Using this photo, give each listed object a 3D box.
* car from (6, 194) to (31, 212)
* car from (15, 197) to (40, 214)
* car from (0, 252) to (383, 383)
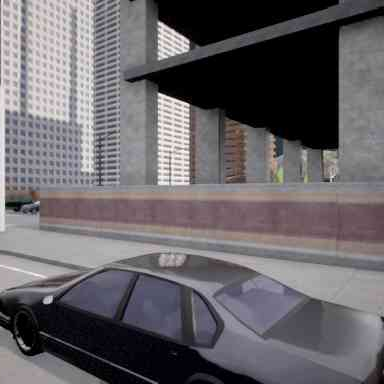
[{"bbox_3d":[-19.872,1.225,35.633,2.150,2.045,5.566,0,0,36],"label":"car"},{"bbox_3d":[-15.731,1.529,35.356,1.812,1.442,4.674,0,0,36],"label":"car"},{"bbox_3d":[-0.417,1.548,4.289,5.357,1.411,2.033,0,0,35],"label":"car"}]
